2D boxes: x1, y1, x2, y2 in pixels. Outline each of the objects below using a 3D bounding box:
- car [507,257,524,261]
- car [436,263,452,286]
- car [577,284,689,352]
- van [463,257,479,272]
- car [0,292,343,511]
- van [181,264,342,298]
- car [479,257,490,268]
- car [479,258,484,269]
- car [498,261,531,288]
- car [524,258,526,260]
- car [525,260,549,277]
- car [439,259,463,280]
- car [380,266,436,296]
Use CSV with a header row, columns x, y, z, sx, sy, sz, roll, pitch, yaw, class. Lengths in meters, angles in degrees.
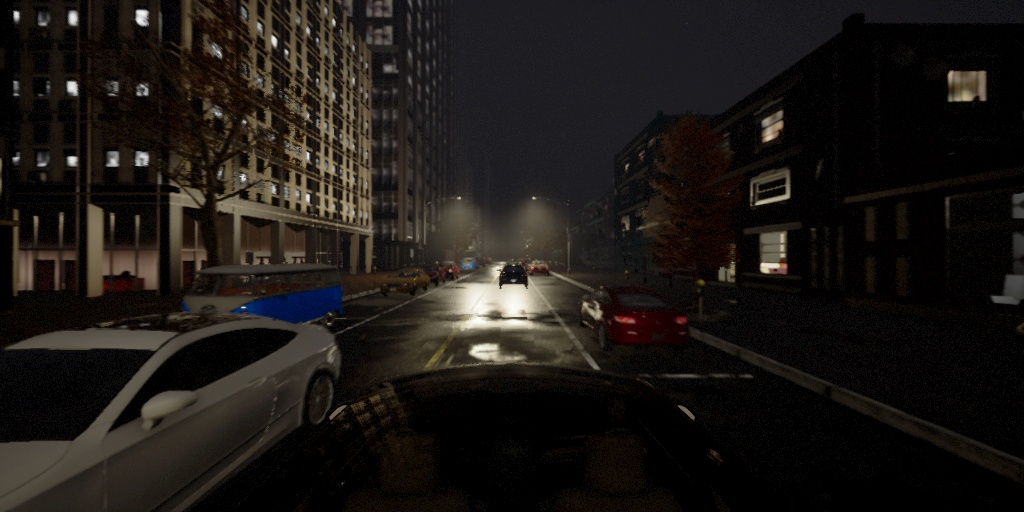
x,y,z,sx,sy,sz,roll,pitch,yaw,class
0.083,1.124,44.582,2.097,1.767,4.553,0,0,0,car
-5.700,1.341,25.274,1.802,1.307,4.207,0,0,0,car
2.687,1.334,8.664,1.802,1.307,4.207,0,0,0,car
-5.710,1.115,47.421,1.690,1.789,3.998,0,0,0,van
-3.098,1.276,2.858,1.812,1.442,4.674,0,0,0,car
-5.694,1.092,8.663,1.690,1.789,3.998,0,0,0,van
-5.717,1.105,64.032,2.192,1.841,5.009,0,0,0,car
-5.713,1.324,52.959,1.888,1.381,4.507,0,0,0,car
0.091,1.284,23.550,1.812,1.442,4.674,0,0,0,car
2.671,1.319,47.424,1.888,1.381,4.507,0,0,0,car
2.676,1.205,36.349,1.967,1.591,4.097,0,0,0,car
-5.703,1.202,30.811,1.967,1.591,4.097,0,0,0,car
-5.698,1.281,19.567,1.751,1.417,4.829,0,0,0,car
